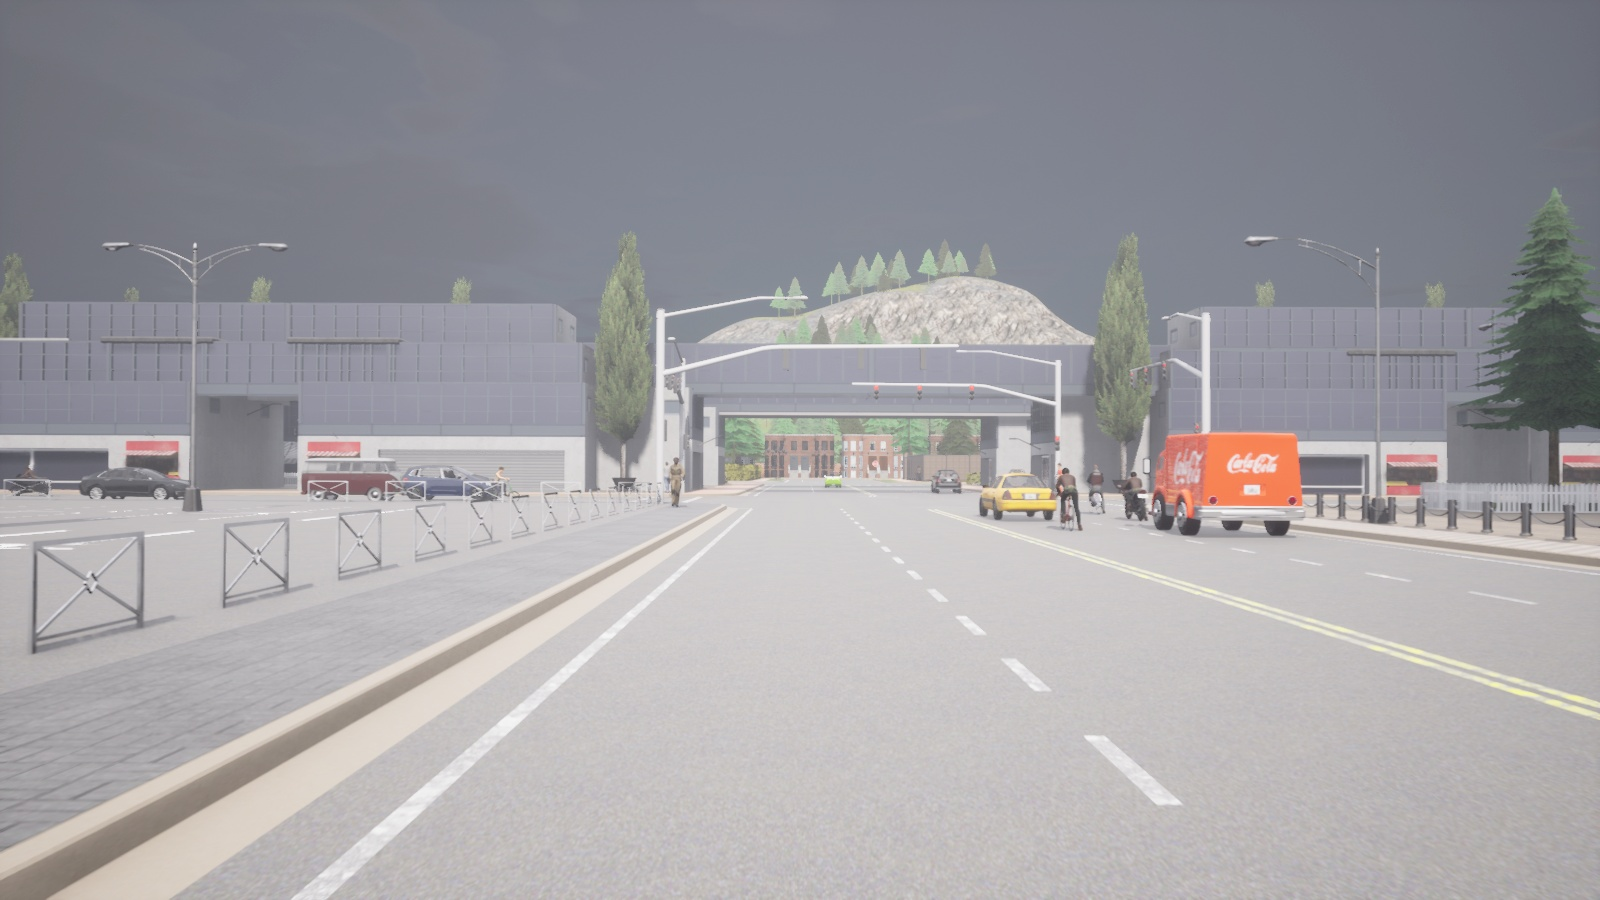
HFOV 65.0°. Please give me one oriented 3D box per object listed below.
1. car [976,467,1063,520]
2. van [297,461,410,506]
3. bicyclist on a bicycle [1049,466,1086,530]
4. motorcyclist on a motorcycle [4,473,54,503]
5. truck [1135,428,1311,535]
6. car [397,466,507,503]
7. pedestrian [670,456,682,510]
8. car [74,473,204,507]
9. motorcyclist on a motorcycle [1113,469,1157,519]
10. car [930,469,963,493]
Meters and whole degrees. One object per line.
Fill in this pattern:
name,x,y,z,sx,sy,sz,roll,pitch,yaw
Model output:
car,6.905,1.331,40.047,1.801,1.575,5.366,0,-1,0
van,-19.911,1.496,56.107,4.442,1.987,1.775,0,-1,1
bicyclist on a bicycle,6.922,1.232,32.584,0.582,1.620,1.656,0,-1,0
motorcyclist on a motorcycle,-39.071,1.916,63.613,2.044,1.523,0.797,0,-1,2
truck,10.421,0.761,31.469,2.627,2.467,5.204,0,-1,0
car,-16.450,1.626,59.526,4.611,1.667,2.242,0,-1,1
pedestrian,-4.439,1.171,44.954,0.396,1.930,0.692,0,-1,-1
car,-29.637,1.791,56.359,4.892,1.490,1.837,0,-1,2
motorcyclist on a motorcycle,10.407,1.346,39.075,0.797,1.523,2.044,0,-1,0
car,9.663,2.015,83.205,1.789,1.549,3.705,0,-1,0
